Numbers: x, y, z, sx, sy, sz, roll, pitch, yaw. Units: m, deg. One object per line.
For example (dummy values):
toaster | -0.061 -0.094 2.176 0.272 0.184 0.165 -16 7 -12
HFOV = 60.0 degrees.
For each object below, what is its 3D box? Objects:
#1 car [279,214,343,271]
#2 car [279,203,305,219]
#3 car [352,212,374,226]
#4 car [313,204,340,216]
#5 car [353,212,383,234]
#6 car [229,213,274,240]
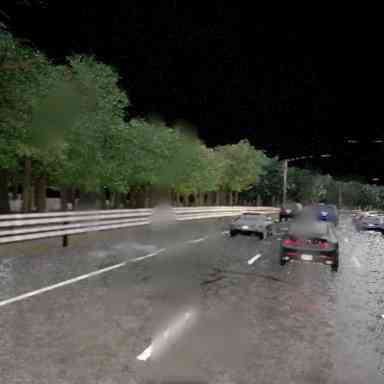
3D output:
car | 4.394 1.793 12.342 1.837 1.490 4.892 2 -1 22
car | 10.865 2.225 35.954 2.150 2.045 5.566 2 -2 25
car | 19.023 2.969 37.049 1.994 1.385 4.181 2 -2 27
car | 13.150 2.244 32.608 2.150 2.045 5.566 2 -2 25
car | 13.990 2.476 26.205 1.994 1.385 4.181 2 -1 25
car | 3.643 1.925 19.722 1.994 1.385 4.181 2 -1 23
